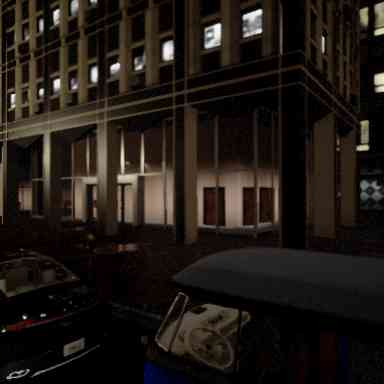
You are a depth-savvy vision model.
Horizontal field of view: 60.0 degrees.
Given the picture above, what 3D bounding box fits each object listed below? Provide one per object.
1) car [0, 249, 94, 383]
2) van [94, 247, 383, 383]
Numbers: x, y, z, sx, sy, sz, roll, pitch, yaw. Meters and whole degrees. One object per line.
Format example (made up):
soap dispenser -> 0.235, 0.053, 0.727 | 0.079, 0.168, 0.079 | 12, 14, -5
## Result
car -> -3.142, 1.564, 5.117 | 4.403, 1.369, 2.008 | 0, 0, 36
van -> 1.456, 1.341, 1.837 | 3.998, 1.788, 1.690 | 0, 0, 36
